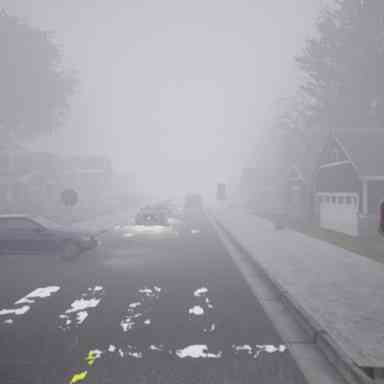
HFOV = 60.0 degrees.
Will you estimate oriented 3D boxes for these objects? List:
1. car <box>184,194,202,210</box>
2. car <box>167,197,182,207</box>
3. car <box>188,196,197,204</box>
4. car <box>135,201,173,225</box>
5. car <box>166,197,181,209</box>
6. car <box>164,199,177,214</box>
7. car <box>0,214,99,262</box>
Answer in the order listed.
[{"bbox_3d":[0.125,1.275,42.954,2.150,2.045,5.566,0,0,0],"label":"car"},{"bbox_3d":[-2.777,1.573,54.101,2.128,1.511,4.902,0,0,1],"label":"car"},{"bbox_3d":[0.138,1.612,69.032,1.882,1.535,5.008,0,-1,0],"label":"car"},{"bbox_3d":[-2.843,1.592,24.506,1.994,1.385,4.181,0,0,3],"label":"car"},{"bbox_3d":[-2.826,1.531,42.848,1.882,1.535,5.008,0,0,0],"label":"car"},{"bbox_3d":[-2.829,1.639,33.364,1.895,1.301,4.718,0,0,0],"label":"car"},{"bbox_3d":[-5.544,1.478,11.250,4.674,1.442,1.812,1,0,-7],"label":"car"}]
